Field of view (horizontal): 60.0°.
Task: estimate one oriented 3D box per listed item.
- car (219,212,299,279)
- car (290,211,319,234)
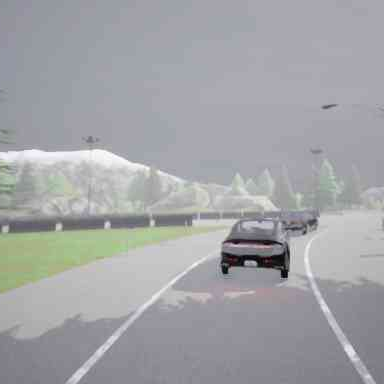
[{"bbox_3d":[2.129,1.597,10.519,2.128,1.511,4.902,-1,-1,16],"label":"car"},{"bbox_3d":[7.120,1.994,22.304,2.033,1.411,5.357,-2,-3,31],"label":"car"}]
